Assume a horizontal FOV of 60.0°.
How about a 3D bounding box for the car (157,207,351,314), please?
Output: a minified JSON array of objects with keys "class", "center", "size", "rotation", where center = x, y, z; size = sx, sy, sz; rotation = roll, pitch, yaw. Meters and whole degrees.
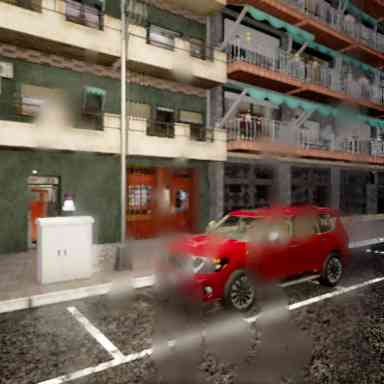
[{"class":"car","center":[1.689,1.309,7.765],"size":[5.009,1.841,2.192],"rotation":[0,0,-36]}]
